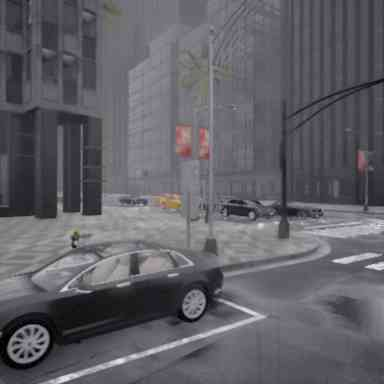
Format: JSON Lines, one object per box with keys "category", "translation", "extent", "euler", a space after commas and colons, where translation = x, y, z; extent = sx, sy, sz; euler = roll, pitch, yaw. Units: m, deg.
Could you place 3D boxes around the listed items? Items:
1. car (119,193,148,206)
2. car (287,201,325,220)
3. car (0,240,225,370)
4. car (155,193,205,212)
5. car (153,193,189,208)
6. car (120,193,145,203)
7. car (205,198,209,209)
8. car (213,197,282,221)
{"category": "car", "translation": [-7.085, 0.979, 40.413], "extent": [1.895, 1.301, 4.718], "euler": [0, 1, -35]}
{"category": "car", "translation": [7.599, 1.349, 25.299], "extent": [1.895, 1.301, 4.718], "euler": [0, 1, -36]}
{"category": "car", "translation": [-1.438, 1.553, 5.620], "extent": [4.403, 1.369, 2.008], "euler": [0, 0, -35]}
{"category": "car", "translation": [-1.245, 1.029, 32.153], "extent": [1.882, 1.535, 5.008], "euler": [0, 1, -35]}
{"category": "car", "translation": [-2.596, 0.919, 39.685], "extent": [1.882, 1.535, 5.008], "euler": [0, 1, -35]}
{"category": "car", "translation": [-8.659, 0.828, 48.310], "extent": [1.994, 1.385, 4.181], "euler": [0, 1, -35]}
{"category": "car", "translation": [2.517, 1.157, 32.466], "extent": [1.994, 1.385, 4.181], "euler": [0, 1, -35]}
{"category": "car", "translation": [4.040, 1.216, 24.687], "extent": [1.837, 1.490, 4.892], "euler": [0, 1, -35]}
